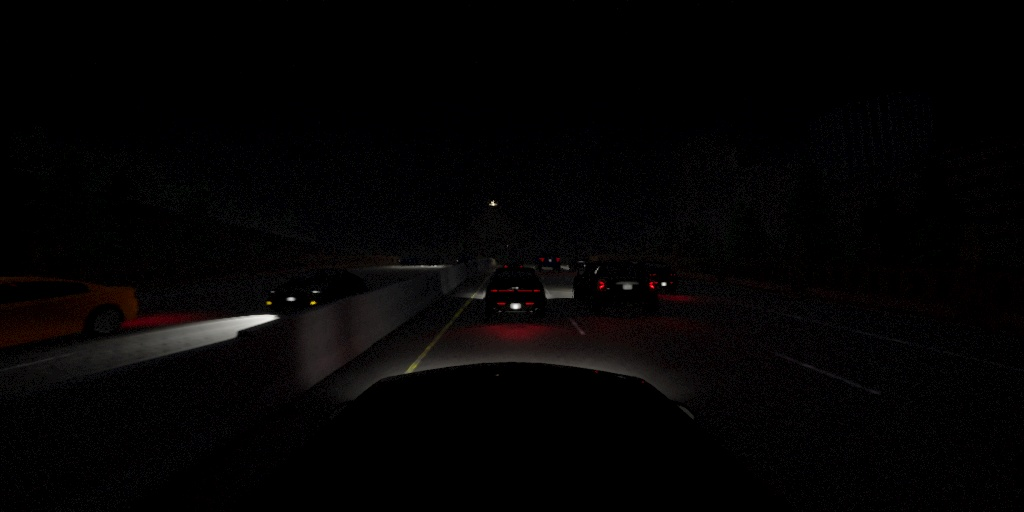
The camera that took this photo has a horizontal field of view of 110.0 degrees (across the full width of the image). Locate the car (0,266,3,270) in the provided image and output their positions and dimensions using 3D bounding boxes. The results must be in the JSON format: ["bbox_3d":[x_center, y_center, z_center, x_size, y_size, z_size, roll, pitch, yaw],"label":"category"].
[{"bbox_3d":[-14.098,0.921,7.068,2.150,2.045,5.566,0,1,0],"label":"car"}]

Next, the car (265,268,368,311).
[{"bbox_3d":[-7.097,1.166,13.494,1.994,1.385,4.181,0,1,0],"label":"car"}]

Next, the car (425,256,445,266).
[{"bbox_3d":[-10.562,0.647,49.492,1.994,1.385,4.181,0,0,0],"label":"car"}]

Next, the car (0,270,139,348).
[{"bbox_3d":[-10.598,1.176,7.109,1.882,1.535,5.008,0,1,0],"label":"car"}]

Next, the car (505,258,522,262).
[{"bbox_3d":[0.111,0.883,31.150,2.033,1.411,5.357,0,1,0],"label":"car"}]

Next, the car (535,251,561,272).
[{"bbox_3d":[3.613,0.476,36.514,2.150,2.045,5.566,0,1,0],"label":"car"}]

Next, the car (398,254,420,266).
[{"bbox_3d":[-14.062,0.562,49.280,1.882,1.535,5.008,0,0,0],"label":"car"}]

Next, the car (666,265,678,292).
[{"bbox_3d":[7.106,1.021,19.180,1.837,1.490,4.892,0,1,0],"label":"car"}]

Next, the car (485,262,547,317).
[{"bbox_3d":[0.104,1.122,12.523,1.837,1.490,4.892,0,1,0],"label":"car"}]

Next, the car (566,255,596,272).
[{"bbox_3d":[7.113,0.731,37.506,2.128,1.511,4.902,0,1,0],"label":"car"}]

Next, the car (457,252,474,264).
[{"bbox_3d":[-7.049,0.346,54.925,2.150,2.045,5.566,0,-1,0],"label":"car"}]

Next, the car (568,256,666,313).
[{"bbox_3d":[3.603,0.956,13.287,2.097,1.767,4.553,0,1,0],"label":"car"}]
